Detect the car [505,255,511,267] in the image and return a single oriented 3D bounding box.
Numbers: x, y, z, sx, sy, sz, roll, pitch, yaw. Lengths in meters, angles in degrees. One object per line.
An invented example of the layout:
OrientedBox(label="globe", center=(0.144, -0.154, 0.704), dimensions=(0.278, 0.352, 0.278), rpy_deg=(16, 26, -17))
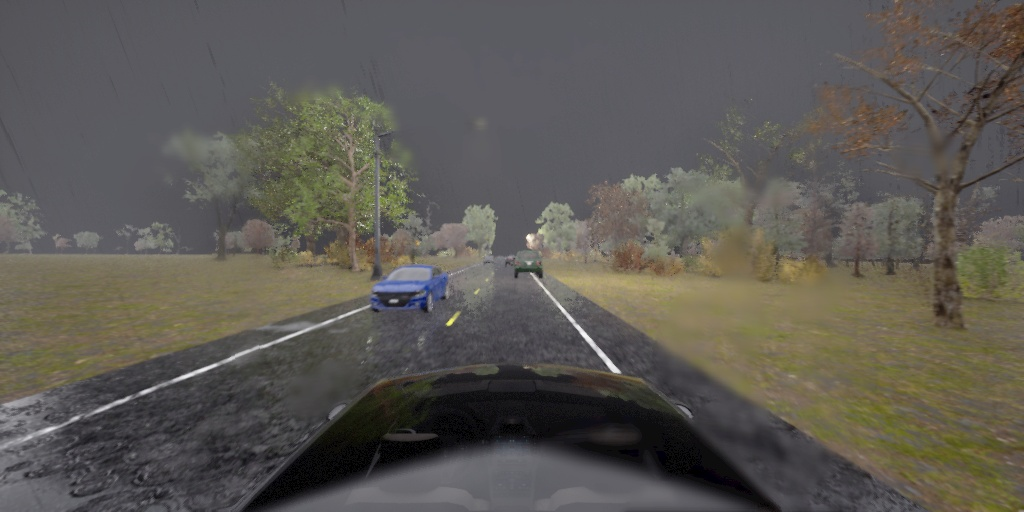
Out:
OrientedBox(label="car", center=(0.021, 0.624, 48.830), dimensions=(1.882, 1.535, 5.008), rpy_deg=(0, 1, 0))

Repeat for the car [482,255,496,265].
OrientedBox(label="car", center=(-3.540, 0.573, 56.466), dimensions=(1.837, 1.490, 4.892), rpy_deg=(0, 1, 1))

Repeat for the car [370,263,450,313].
OrientedBox(label="car", center=(-3.598, 1.069, 13.408), dimensions=(1.882, 1.535, 5.008), rpy_deg=(0, 1, 0))

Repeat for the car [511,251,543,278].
OrientedBox(label="car", center=(1.222, 0.620, 28.344), dimensions=(2.150, 2.045, 5.566), rpy_deg=(0, 1, 0))
